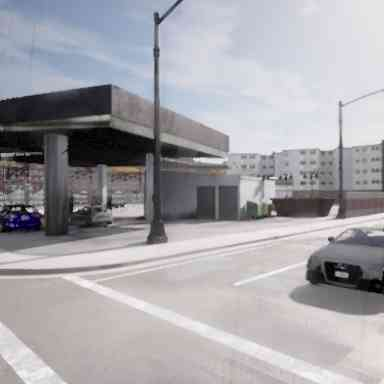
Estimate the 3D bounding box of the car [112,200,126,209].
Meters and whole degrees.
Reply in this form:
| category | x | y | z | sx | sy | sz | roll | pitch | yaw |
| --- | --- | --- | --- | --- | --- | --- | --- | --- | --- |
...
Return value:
| category | x | y | z | sx | sy | sz | roll | pitch | yaw |
| --- | --- | --- | --- | --- | --- | --- | --- | --- | --- |
| car | -13.316 | 2.278 | 59.387 | 1.837 | 1.490 | 4.892 | 0 | -1 | 10 |

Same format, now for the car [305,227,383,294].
| category | x | y | z | sx | sy | sz | roll | pitch | yaw |
| --- | --- | --- | --- | --- | --- | --- | --- | --- | --- |
| car | 4.691 | 1.644 | 8.772 | 1.994 | 1.385 | 4.181 | -1 | -1 | 44 |

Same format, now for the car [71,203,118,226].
| category | x | y | z | sx | sy | sz | roll | pitch | yaw |
| --- | --- | --- | --- | --- | --- | --- | --- | --- | --- |
| car | -7.795 | 1.806 | 25.820 | 1.970 | 1.475 | 3.806 | 0 | -1 | -44 |

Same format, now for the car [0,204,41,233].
| category | x | y | z | sx | sy | sz | roll | pitch | yaw |
| --- | --- | --- | --- | --- | --- | --- | --- | --- | --- |
| car | -11.372 | 1.612 | 21.261 | 2.242 | 1.667 | 4.611 | 0 | -1 | -44 |
